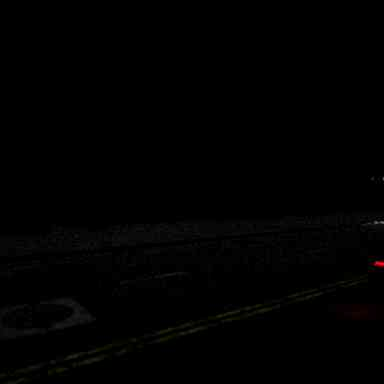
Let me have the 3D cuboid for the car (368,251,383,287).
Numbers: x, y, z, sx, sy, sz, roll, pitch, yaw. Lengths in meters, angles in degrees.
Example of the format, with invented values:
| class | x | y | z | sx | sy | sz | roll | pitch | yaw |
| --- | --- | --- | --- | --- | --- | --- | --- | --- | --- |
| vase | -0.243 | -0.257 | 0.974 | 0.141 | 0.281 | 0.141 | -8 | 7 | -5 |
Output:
| class | x | y | z | sx | sy | sz | roll | pitch | yaw |
| --- | --- | --- | --- | --- | --- | --- | --- | --- | --- |
| car | 6.361 | 1.598 | 7.994 | 5.357 | 1.411 | 2.033 | 0 | 0 | -35 |
